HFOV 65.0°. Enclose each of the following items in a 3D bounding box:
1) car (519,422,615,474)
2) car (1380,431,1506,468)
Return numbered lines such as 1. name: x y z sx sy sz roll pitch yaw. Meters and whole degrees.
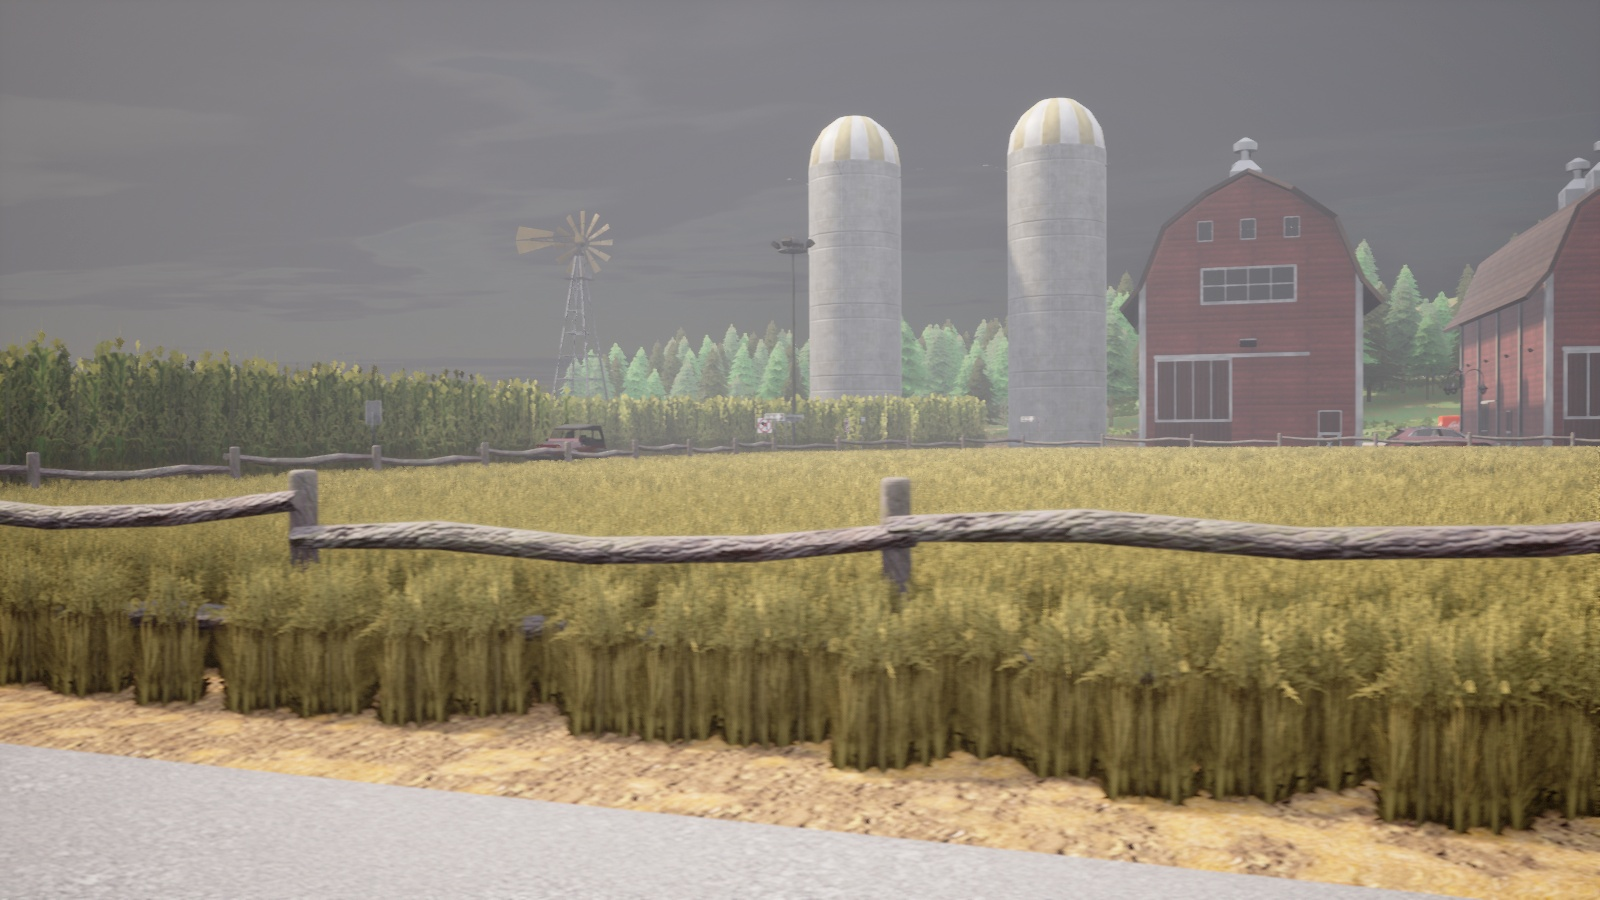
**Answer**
1. car: -8.715 -0.099 47.318 1.905 1.878 3.866 0 1 19
2. car: 29.515 -0.061 57.800 4.856 1.649 2.033 0 1 15
